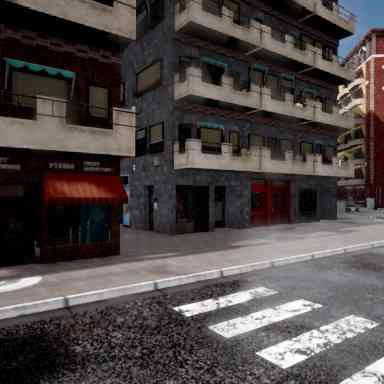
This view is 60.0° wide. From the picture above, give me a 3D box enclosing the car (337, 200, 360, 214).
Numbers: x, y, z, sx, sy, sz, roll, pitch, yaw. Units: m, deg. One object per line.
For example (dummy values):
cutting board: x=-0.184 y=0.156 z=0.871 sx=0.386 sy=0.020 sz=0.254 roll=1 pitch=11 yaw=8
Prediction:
car: x=17.836 y=1.683 z=38.719 sx=2.128 sy=1.511 sz=4.902 roll=0 pitch=0 yaw=5
